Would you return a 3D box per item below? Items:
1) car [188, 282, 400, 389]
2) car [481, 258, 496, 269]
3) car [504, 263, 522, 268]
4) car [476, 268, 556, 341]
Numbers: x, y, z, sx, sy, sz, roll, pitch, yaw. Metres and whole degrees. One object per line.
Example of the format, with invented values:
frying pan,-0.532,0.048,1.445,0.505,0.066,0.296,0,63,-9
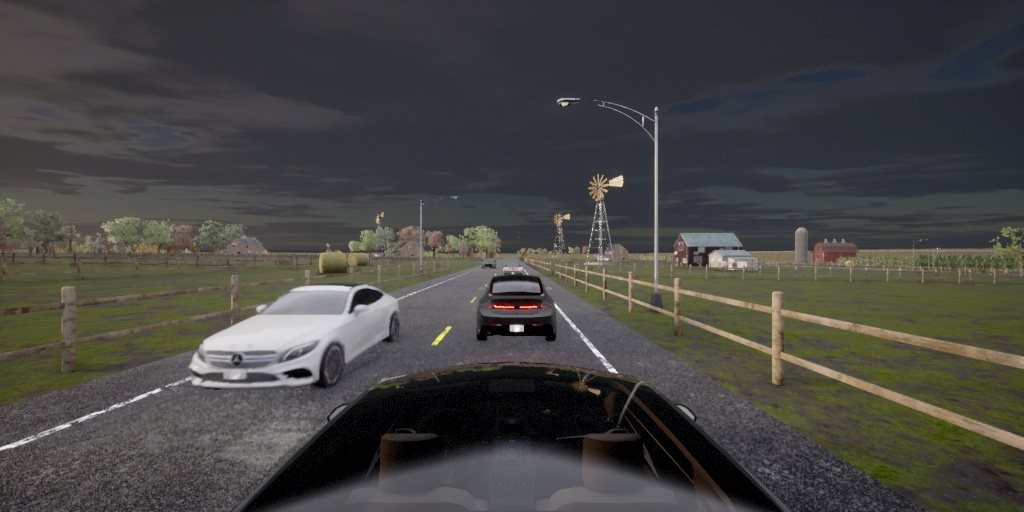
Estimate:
car,-3.600,1.274,6.989,1.812,1.442,4.674,0,0,0
car,-3.513,1.091,55.231,2.097,1.767,4.553,0,0,0
car,0.093,1.344,36.228,1.895,1.301,4.718,0,0,0
car,0.099,1.253,9.857,1.837,1.490,4.892,0,0,0
